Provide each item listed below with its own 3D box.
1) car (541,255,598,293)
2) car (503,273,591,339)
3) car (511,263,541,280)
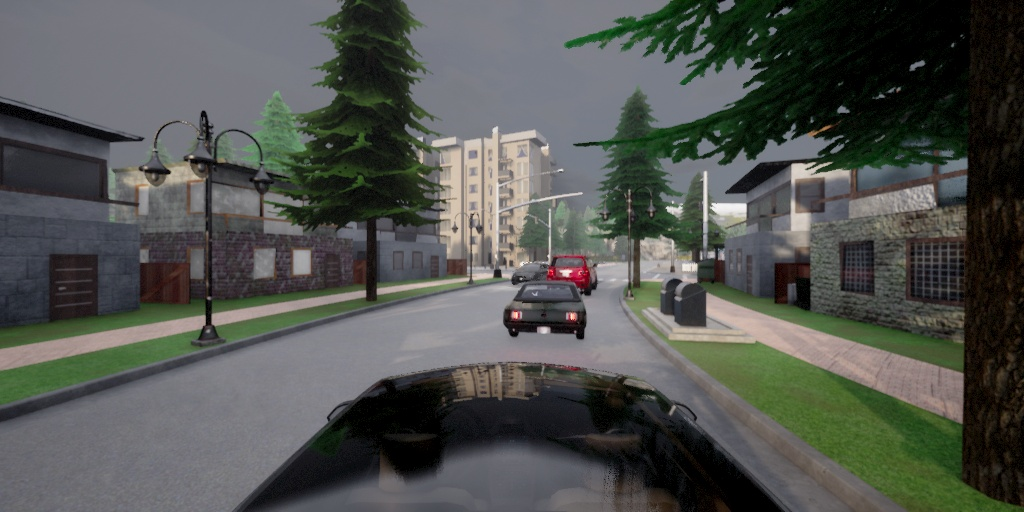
[{"bbox_3d":[3.370,0.969,19.596,2.150,2.045,5.566,0,0,18],"label":"car"},{"bbox_3d":[1.073,1.350,10.100,1.895,1.301,4.718,0,0,9],"label":"car"},{"bbox_3d":[1.504,1.254,25.169,1.837,1.490,4.892,0,-1,22],"label":"car"}]
